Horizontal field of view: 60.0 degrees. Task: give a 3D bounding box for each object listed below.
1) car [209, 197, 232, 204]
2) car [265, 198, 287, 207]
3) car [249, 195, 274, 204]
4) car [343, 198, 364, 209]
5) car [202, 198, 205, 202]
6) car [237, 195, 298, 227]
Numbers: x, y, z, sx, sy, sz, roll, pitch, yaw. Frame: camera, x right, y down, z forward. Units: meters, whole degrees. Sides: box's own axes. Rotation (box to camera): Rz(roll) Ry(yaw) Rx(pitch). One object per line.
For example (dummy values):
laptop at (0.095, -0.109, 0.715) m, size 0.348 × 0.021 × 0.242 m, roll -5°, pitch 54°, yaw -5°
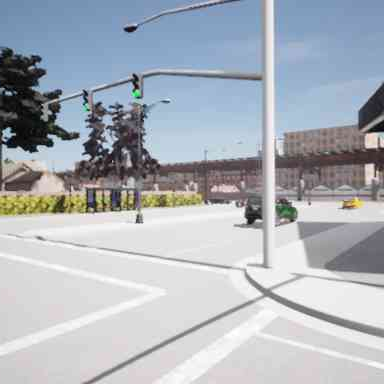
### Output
car at (5.880, 1.738, 69.015) m, size 4.902 × 1.511 × 2.128 m, roll 0°, pitch 0°, yaw 37°
car at (13.760, 1.705, 54.268) m, size 1.994 × 1.385 × 4.181 m, roll 0°, pitch 0°, yaw 35°
car at (14.079, 1.544, 67.251) m, size 4.553 × 1.767 × 2.097 m, roll -1°, pitch 0°, yaw 37°
car at (22.562, 1.551, 46.447) m, size 1.882 × 1.535 × 5.008 m, roll -1°, pitch -1°, yaw 39°
car at (1.480, 1.849, 76.666) m, size 4.181 × 1.385 × 1.994 m, roll 0°, pitch 0°, yaw 37°
car at (5.728, 1.285, 23.820) m, size 2.150 × 2.045 × 5.566 m, roll 0°, pitch -2°, yaw 37°
